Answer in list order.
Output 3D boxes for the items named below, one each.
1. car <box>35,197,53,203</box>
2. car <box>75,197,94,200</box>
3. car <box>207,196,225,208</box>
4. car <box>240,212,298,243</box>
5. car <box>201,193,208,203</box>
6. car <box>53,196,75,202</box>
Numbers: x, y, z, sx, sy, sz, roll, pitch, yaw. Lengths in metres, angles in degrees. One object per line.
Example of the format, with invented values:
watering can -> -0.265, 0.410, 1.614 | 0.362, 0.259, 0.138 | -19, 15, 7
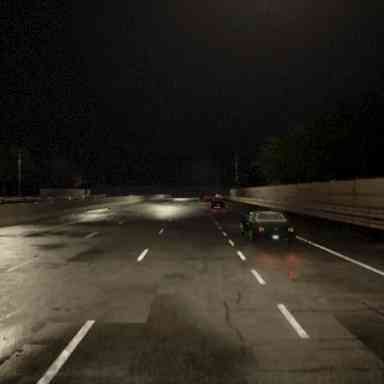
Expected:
car -> -24.523, 1.562, 56.195 | 2.033, 1.411, 5.357 | 0, 0, 1
car -> -17.533, 1.540, 56.091 | 1.812, 1.442, 4.674 | 0, 0, 1
car -> 3.498, 1.536, 46.839 | 1.812, 1.442, 4.674 | 0, 0, 0
car -> 3.499, 1.598, 16.102 | 1.895, 1.301, 4.718 | 0, 0, 0
car -> 3.507, 1.512, 72.225 | 1.882, 1.535, 5.008 | 0, 0, 0
car -> -21.036, 1.508, 56.200 | 2.128, 1.511, 4.902 | 0, 0, 1
